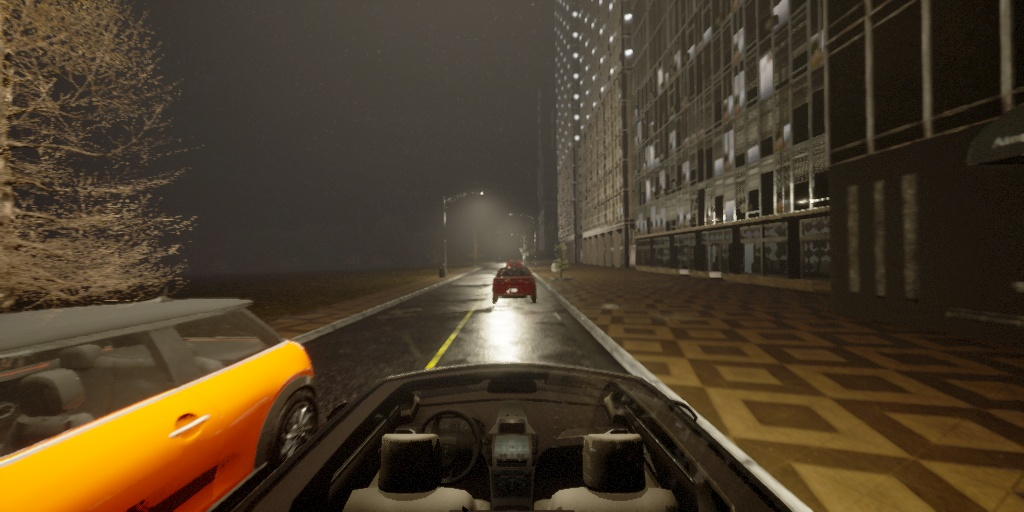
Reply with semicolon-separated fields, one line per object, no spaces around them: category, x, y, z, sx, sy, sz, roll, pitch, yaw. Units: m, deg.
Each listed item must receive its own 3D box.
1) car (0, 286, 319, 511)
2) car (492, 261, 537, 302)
car;-3.023;1.151;1.724;2.097;1.767;4.553;-1;0;0
car;0.109;1.195;16.739;1.882;1.535;5.008;-1;0;1
